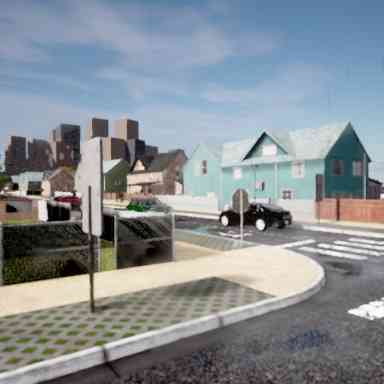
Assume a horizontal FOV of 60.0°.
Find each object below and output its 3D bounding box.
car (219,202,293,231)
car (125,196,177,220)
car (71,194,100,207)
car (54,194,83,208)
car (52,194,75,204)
[{"bbox_3d":[3.593,1.363,19.622,1.837,1.490,4.892,-1,1,-36],"label":"car"},{"bbox_3d":[-3.014,1.196,23.799,2.097,1.767,4.553,-1,1,-36],"label":"car"},{"bbox_3d":[-14.065,1.116,43.730,2.128,1.511,4.902,-1,1,-36],"label":"car"},{"bbox_3d":[-14.351,1.171,39.282,1.882,1.535,5.008,-1,1,-36],"label":"car"},{"bbox_3d":[-20.217,1.037,52.033,2.128,1.511,4.902,-1,1,-36],"label":"car"}]
